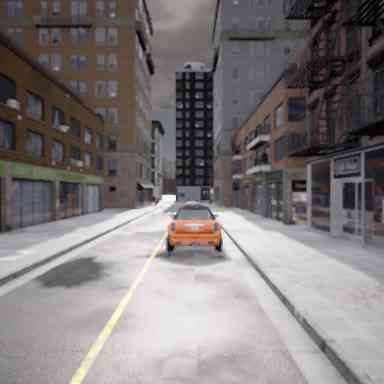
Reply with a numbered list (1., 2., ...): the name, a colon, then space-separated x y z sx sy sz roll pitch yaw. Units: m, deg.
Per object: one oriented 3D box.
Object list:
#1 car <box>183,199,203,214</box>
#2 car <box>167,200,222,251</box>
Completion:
1. car: 0.091 1.563 36.216 2.033 1.411 5.357 0 0 0
2. car: 0.096 1.357 14.363 2.097 1.767 4.553 0 0 0
